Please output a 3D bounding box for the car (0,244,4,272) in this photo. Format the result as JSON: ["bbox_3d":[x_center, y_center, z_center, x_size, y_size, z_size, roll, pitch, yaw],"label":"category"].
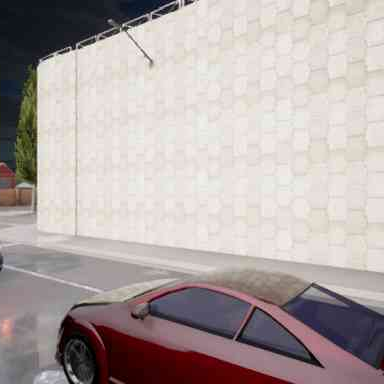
[{"bbox_3d":[-6.753,1.521,8.786,4.674,1.442,1.812,0,0,35],"label":"car"}]

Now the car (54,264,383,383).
[{"bbox_3d":[0.325,1.563,3.744,4.181,1.385,1.994,0,0,37],"label":"car"}]
